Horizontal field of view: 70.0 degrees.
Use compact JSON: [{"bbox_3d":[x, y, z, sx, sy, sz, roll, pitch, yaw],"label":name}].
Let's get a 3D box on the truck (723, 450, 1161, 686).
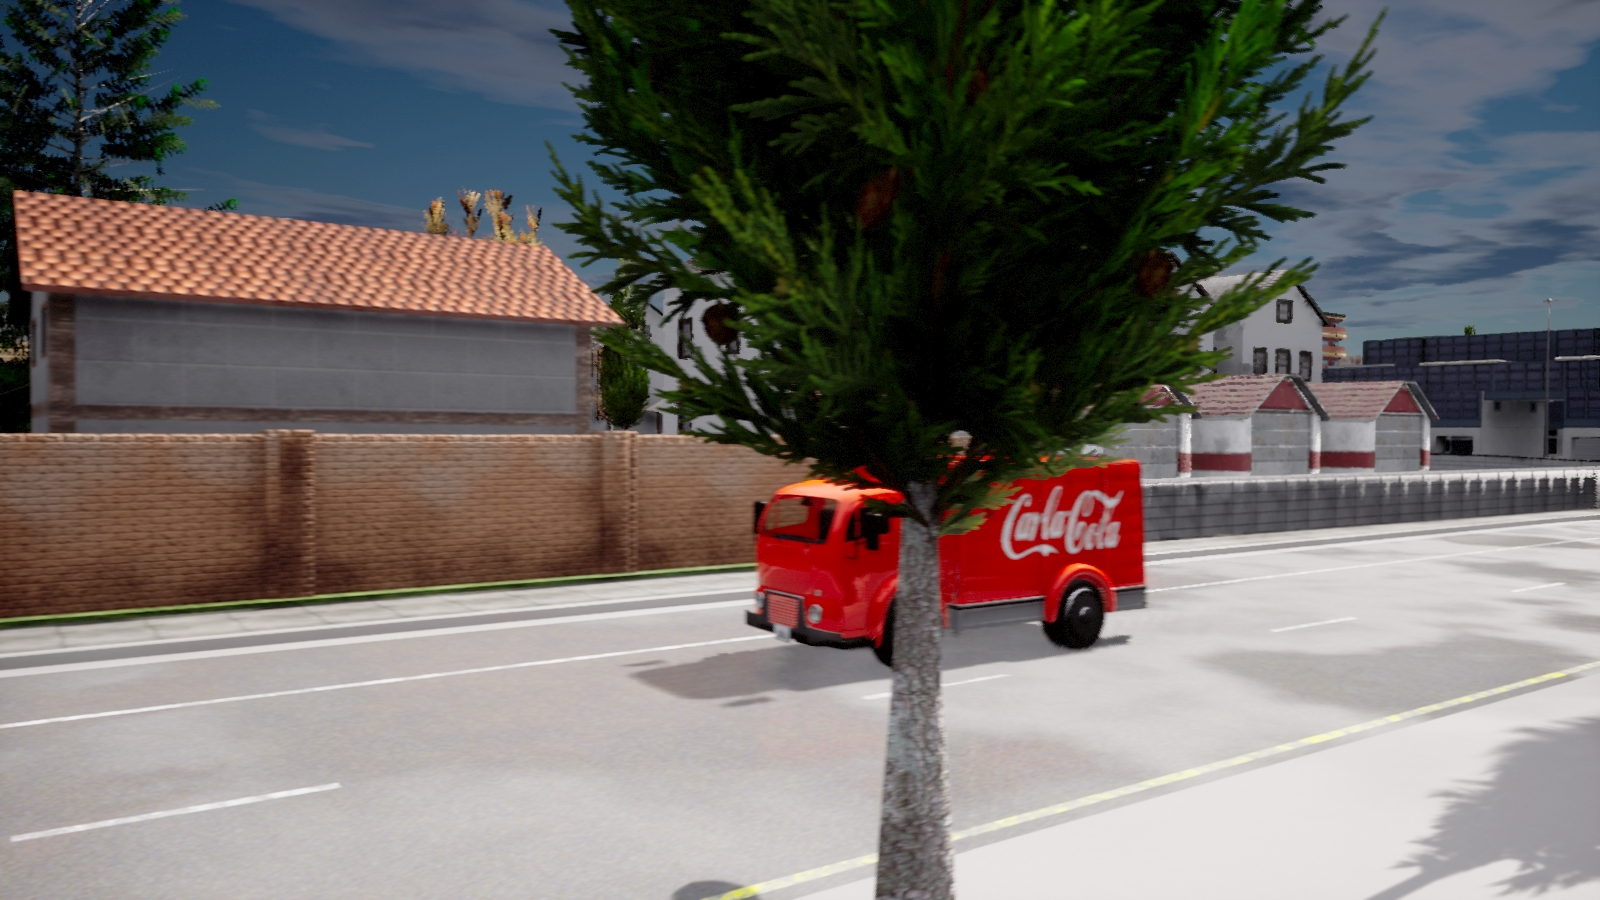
[{"bbox_3d":[1.925,1.270,14.862,5.204,2.467,2.627,0,1,-35],"label":"truck"}]
